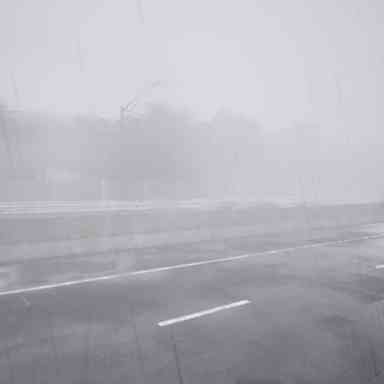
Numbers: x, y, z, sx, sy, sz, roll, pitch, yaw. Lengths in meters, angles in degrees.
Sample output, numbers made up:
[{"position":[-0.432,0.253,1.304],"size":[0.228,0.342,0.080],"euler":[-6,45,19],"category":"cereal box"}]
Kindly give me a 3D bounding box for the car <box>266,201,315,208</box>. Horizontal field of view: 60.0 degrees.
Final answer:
[{"position":[8.597,1.527,26.999],"size":[4.718,1.301,1.895],"euler":[-1,0,-34],"category":"car"}]

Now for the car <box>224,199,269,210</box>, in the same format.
[{"position":[5.642,1.428,29.226],"size":[4.902,1.511,2.128],"euler":[0,0,-34],"category":"car"}]

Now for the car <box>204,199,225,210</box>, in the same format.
[{"position":[3.347,1.429,31.896],"size":[4.902,1.511,2.128],"euler":[-1,0,-34],"category":"car"}]
